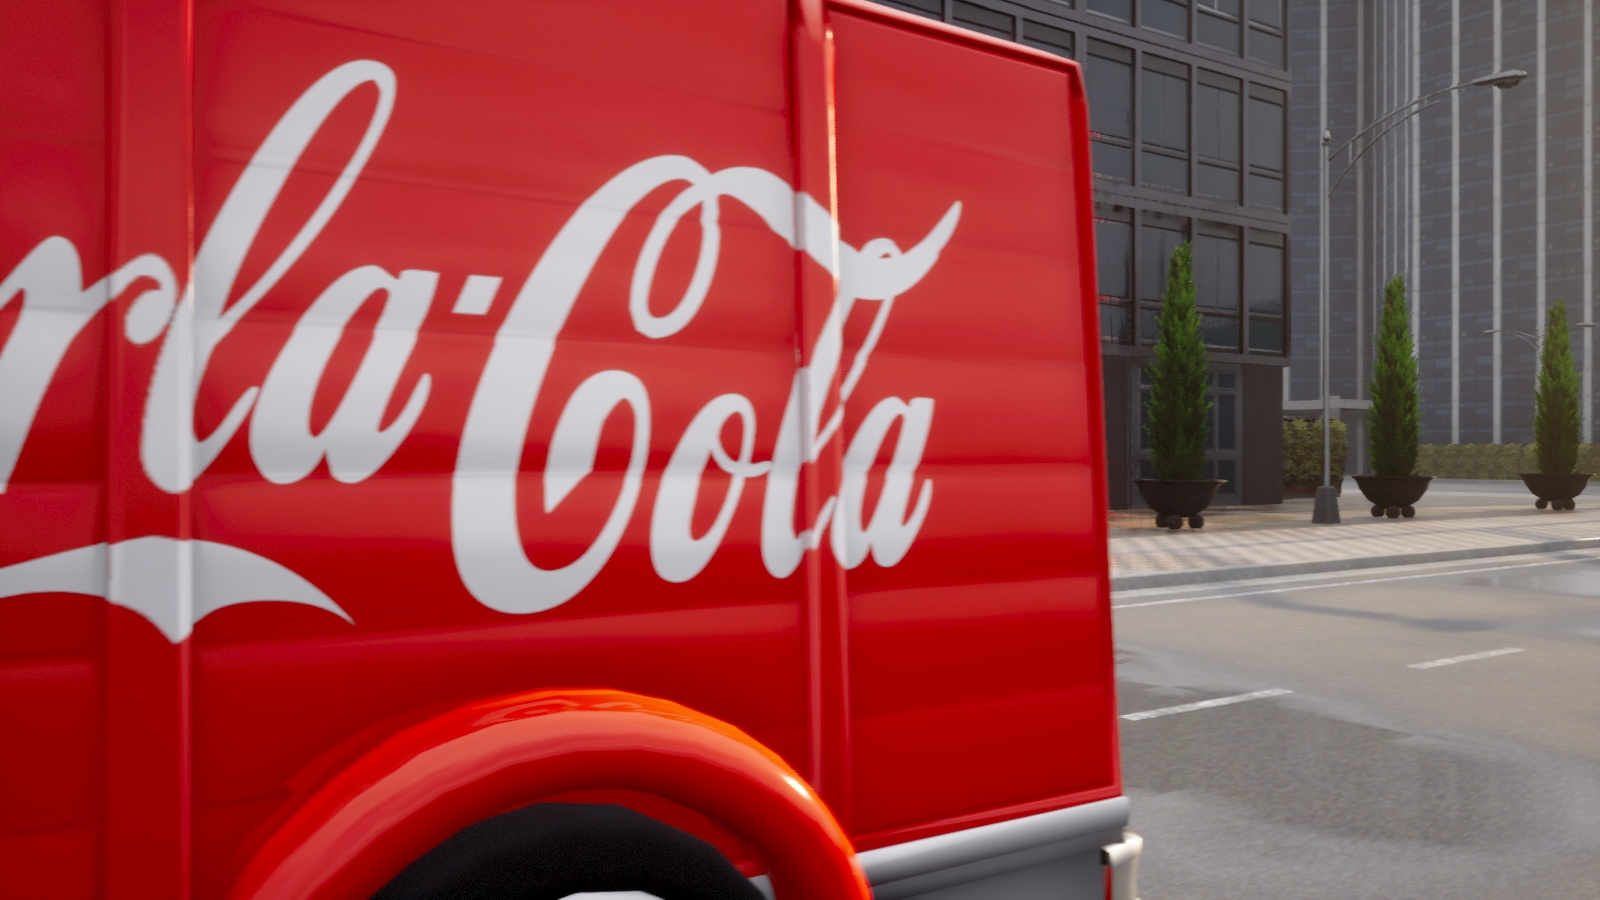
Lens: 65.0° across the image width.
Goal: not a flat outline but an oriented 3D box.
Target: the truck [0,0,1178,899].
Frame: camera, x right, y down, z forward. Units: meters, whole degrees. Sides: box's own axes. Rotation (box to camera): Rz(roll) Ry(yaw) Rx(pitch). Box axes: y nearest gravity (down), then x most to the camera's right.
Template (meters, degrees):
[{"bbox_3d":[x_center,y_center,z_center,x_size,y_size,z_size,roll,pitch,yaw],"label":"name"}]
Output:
[{"bbox_3d":[-2.102,0.268,2.199,5.204,2.467,2.627,0,0,-35],"label":"truck"}]
